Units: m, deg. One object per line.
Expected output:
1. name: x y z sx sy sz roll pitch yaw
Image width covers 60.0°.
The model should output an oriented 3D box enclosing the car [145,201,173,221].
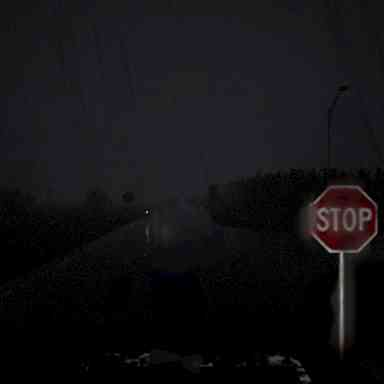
1. car: -2.858 1.694 28.347 1.895 1.301 4.718 0 0 -1

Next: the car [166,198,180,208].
1. car: -2.920 1.653 51.149 1.837 1.490 4.892 0 0 0

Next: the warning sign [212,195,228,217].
1. warning sign: 2.402 1.209 28.614 1.300 1.860 1.060 0 0 0

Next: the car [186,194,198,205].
1. car: -0.097 1.516 61.016 2.097 1.767 4.553 0 0 0

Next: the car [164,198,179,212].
1. car: -2.917 1.689 39.865 1.994 1.385 4.181 0 0 0

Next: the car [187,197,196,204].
1. car: -0.113 1.741 71.090 1.895 1.301 4.718 0 0 0
